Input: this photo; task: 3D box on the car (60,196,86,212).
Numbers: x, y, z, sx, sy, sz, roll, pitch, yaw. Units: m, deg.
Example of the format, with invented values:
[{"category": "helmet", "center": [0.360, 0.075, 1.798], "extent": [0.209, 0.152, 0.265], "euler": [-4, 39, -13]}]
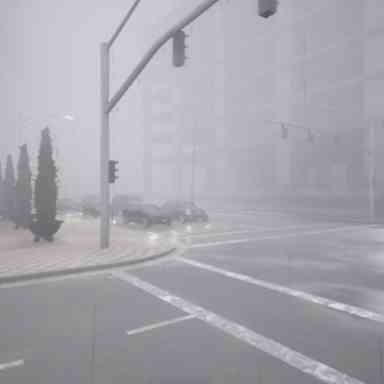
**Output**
[{"category": "car", "center": [-14.767, 1.572, 39.748], "extent": [2.128, 1.511, 4.902], "euler": [0, 0, -35]}]

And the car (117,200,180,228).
[{"category": "car", "center": [-3.177, 1.551, 23.163], "extent": [1.882, 1.535, 5.008], "euler": [0, 0, -35]}]

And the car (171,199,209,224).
[{"category": "car", "center": [-0.683, 1.429, 25.706], "extent": [2.097, 1.767, 4.553], "euler": [0, 0, -35]}]

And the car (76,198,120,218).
[{"category": "car", "center": [-8.839, 1.624, 31.255], "extent": [2.033, 1.411, 5.357], "euler": [0, 0, -35]}]

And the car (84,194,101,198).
[{"category": "car", "center": [-12.405, 1.308, 42.487], "extent": [2.150, 2.045, 5.566], "euler": [0, 0, -35]}]

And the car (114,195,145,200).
[{"category": "car", "center": [-6.226, 1.302, 33.625], "extent": [2.150, 2.045, 5.566], "euler": [0, 0, -35]}]
